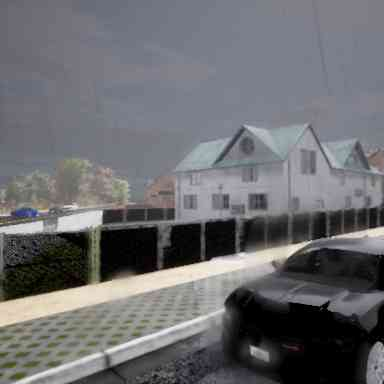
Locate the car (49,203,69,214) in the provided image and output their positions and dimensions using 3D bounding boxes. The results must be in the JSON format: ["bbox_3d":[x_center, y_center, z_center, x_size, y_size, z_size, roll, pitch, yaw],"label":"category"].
[{"bbox_3d":[-25.794,3.429,63.465,2.128,1.511,4.902,0,-1,-6],"label":"car"}]

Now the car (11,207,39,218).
[{"bbox_3d":[-24.264,3.049,49.106,1.882,1.535,5.008,0,-2,-6],"label":"car"}]

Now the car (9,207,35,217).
[{"bbox_3d":[-28.263,3.288,55.543,2.033,1.411,5.357,0,-1,-6],"label":"car"}]

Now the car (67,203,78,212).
[{"bbox_3d":[-26.977,3.433,73.934,2.150,2.045,5.566,0,-1,-6],"label":"car"}]

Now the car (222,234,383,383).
[{"bbox_3d":[2.569,1.530,5.429,5.008,1.535,1.882,0,-1,-43],"label":"car"}]
